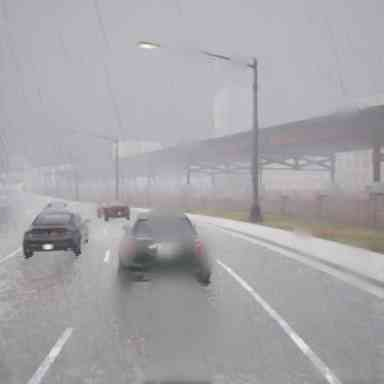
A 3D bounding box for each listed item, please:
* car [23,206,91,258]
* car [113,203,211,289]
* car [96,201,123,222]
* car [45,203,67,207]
[{"bbox_3d":[-5.145,1.508,13.025,1.837,1.490,4.892,0,0,-13],"label":"car"},{"bbox_3d":[-0.886,1.319,9.382,2.097,1.767,4.553,-1,0,-8],"label":"car"},{"bbox_3d":[-6.386,1.432,26.620,1.882,1.535,5.008,-1,0,-26],"label":"car"},{"bbox_3d":[-12.681,1.641,31.105,1.895,1.301,4.718,-1,0,-29],"label":"car"}]
